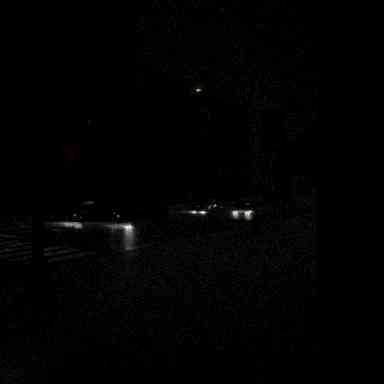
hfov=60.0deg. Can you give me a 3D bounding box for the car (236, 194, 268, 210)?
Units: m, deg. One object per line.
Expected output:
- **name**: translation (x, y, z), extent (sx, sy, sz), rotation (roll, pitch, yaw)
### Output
- **car**: translation (7.052, 1.320, 40.410), extent (1.882, 1.535, 5.008), rotation (0, 0, 35)

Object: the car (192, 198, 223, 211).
- **car**: translation (1.851, 1.430, 38.694), extent (1.994, 1.385, 4.181), rotation (0, 0, 36)

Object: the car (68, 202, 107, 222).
- **car**: translation (-7.347, 1.500, 25.717), extent (1.994, 1.385, 4.181), rotation (0, 0, 35)

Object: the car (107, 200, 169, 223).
- **car**: translation (-3.741, 1.427, 25.185), extent (1.837, 1.490, 4.892), rotation (0, 0, 35)

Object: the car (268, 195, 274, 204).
- **car**: translation (11.090, 1.131, 51.596), extent (2.128, 1.511, 4.902), rotation (0, 0, 35)
